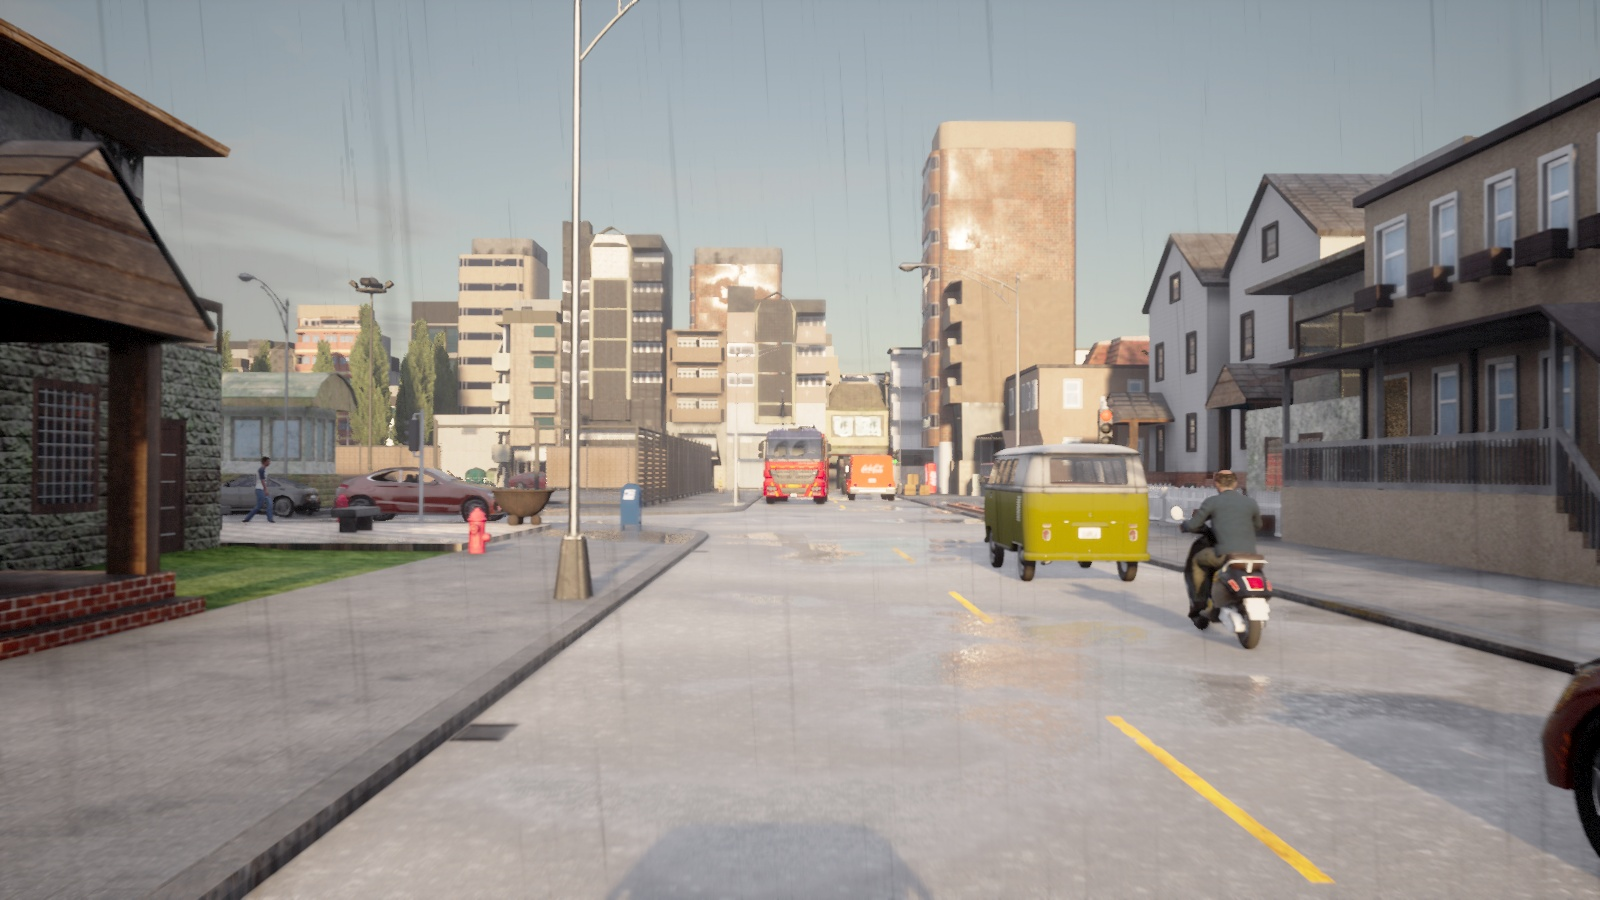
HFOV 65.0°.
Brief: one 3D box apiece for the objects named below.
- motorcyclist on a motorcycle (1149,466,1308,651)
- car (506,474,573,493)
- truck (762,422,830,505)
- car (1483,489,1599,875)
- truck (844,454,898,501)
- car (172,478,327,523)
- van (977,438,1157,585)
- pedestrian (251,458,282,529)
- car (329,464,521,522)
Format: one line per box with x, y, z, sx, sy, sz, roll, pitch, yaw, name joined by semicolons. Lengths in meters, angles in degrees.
3.969;0.950;11.799;0.866;1.590;1.817;0;0;0;motorcyclist on a motorcycle
-19.588;2.507;94.680;4.674;1.442;1.812;0;-1;0;car
-0.085;0.690;61.996;2.891;3.827;8.468;0;-1;3;truck
3.990;0.872;3.538;1.816;1.474;4.193;0;-1;0;car
3.823;1.478;68.904;2.627;2.467;5.204;0;0;0;truck
-17.960;1.640;41.103;4.181;1.385;1.994;0;-1;0;car
3.959;0.876;19.360;1.775;1.987;4.442;0;-1;-1;van
-13.855;1.120;32.623;0.706;1.836;0.354;0;-1;-16;pedestrian
-11.000;1.261;37.146;5.027;1.651;2.152;0;-1;0;car
